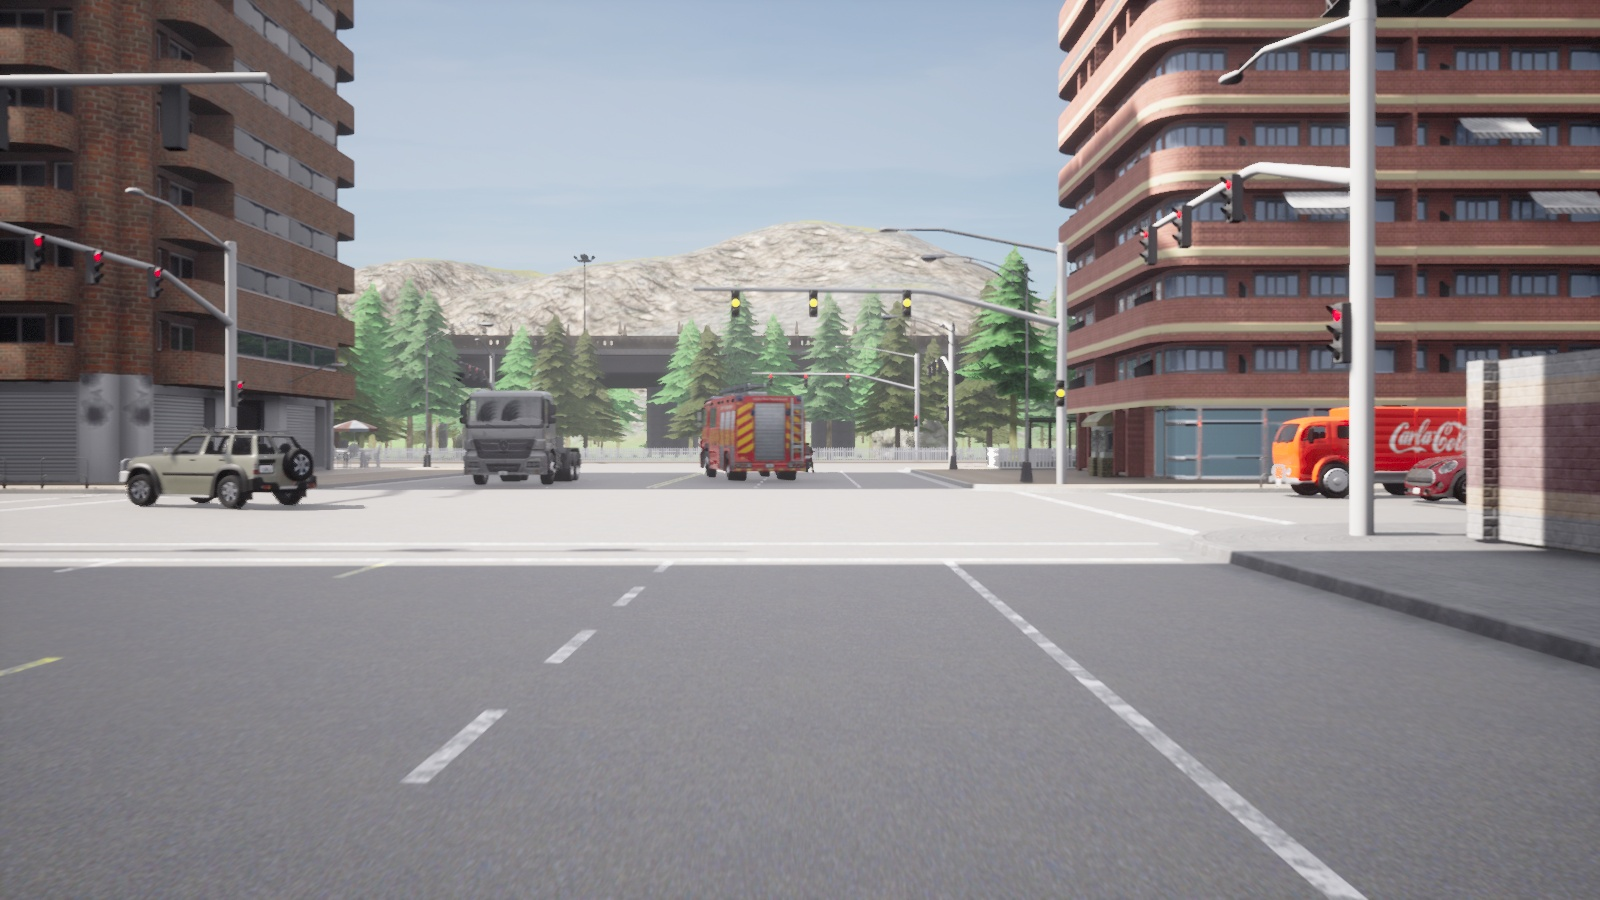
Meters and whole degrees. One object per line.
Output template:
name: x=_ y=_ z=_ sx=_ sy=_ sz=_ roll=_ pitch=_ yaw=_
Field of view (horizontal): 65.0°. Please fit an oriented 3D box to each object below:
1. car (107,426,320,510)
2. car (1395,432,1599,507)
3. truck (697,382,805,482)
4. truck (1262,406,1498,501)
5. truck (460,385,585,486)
car: x=-13.781 y=0.386 z=29.505 sx=4.605 sy=1.855 sz=1.932 roll=0 pitch=0 yaw=23
car: x=17.298 y=0.446 z=30.661 sx=4.553 sy=1.767 sz=2.097 roll=0 pitch=0 yaw=0
truck: x=-2.219 y=-0.718 z=52.840 sx=2.891 sy=3.827 sz=8.468 roll=0 pitch=0 yaw=-14
truck: x=15.649 y=0.080 z=34.159 sx=5.204 sy=2.467 sz=2.627 roll=0 pitch=0 yaw=0
truck: x=-10.213 y=-0.509 z=47.168 sx=2.891 sy=3.462 sz=7.936 roll=0 pitch=0 yaw=0
